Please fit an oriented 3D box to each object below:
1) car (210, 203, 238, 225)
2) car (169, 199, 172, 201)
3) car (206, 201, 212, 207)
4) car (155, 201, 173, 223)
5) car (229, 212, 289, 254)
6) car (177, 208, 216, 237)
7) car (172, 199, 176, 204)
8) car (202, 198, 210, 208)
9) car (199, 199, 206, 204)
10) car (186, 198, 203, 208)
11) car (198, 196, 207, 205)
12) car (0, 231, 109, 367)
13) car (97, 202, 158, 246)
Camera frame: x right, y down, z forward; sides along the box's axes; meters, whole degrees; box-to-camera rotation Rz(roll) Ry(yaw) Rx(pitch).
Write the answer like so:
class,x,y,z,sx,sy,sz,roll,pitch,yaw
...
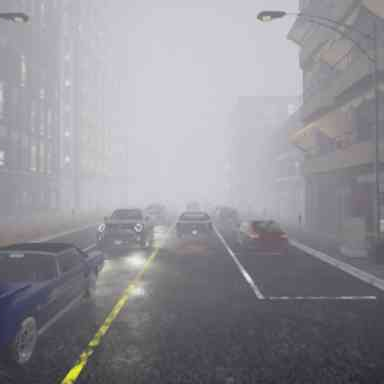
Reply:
class,x,y,z,sx,sy,sz,roll,pitch,yaw
car,2.749,1.825,26.646,2.008,1.369,4.403,0,-1,0
car,-5.536,2.312,66.203,1.887,1.381,4.507,0,-1,0
car,2.763,1.888,32.294,2.008,1.369,4.403,0,-1,0
car,-3.027,1.814,28.523,2.128,1.511,4.902,0,-1,0
car,2.768,1.711,13.729,1.802,1.307,4.206,0,-1,0
car,0.139,1.806,19.376,1.895,1.301,4.718,0,-1,0
car,-5.469,2.668,94.443,1.947,1.339,4.313,0,-1,0
car,2.830,2.242,60.535,1.802,1.307,4.206,0,-1,0
car,2.912,2.628,94.424,1.947,1.339,4.313,0,-1,0
car,0.173,1.967,44.582,1.882,1.535,5.008,0,-1,0
car,2.587,2.165,83.873,2.150,2.045,5.566,0,-1,0
car,-3.092,1.672,5.988,1.895,1.301,4.718,0,-1,0
car,-3.064,1.536,16.094,2.097,1.767,4.553,0,-1,0
